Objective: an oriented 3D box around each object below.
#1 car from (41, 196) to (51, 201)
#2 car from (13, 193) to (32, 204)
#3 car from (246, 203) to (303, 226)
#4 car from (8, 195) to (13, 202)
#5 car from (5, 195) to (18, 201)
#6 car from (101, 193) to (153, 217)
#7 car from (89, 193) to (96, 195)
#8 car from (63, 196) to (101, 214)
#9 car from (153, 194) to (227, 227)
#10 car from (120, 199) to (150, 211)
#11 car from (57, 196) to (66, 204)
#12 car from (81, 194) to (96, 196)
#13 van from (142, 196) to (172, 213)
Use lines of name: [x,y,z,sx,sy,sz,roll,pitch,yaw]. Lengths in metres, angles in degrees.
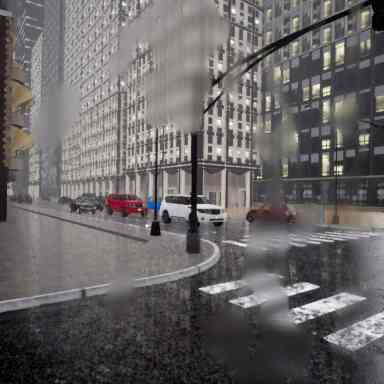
car: [-36.777,1.570,83.813,1.802,1.307,4.206,1,-1,-35]
car: [-30.503,1.155,60.548,2.192,1.841,5.009,1,-1,-35]
car: [5.789,1.505,23.977,1.967,1.590,4.097,1,-1,-35]
car: [-37.056,1.396,69.752,1.947,1.339,4.313,1,-1,-35]
car: [-40.329,1.377,74.355,2.008,1.369,4.403,1,-1,-35]
car: [-6.068,1.155,30.661,2.150,2.045,5.566,1,-1,-35]
car: [-14.427,1.380,53.129,2.097,1.767,4.553,1,-1,-35]
car: [-10.863,1.427,32.928,2.008,1.369,4.403,1,-1,-35]
car: [-0.088,1.170,22.257,2.150,2.045,5.566,1,-1,-35]
car: [-7.309,1.584,42.388,2.008,1.369,4.403,1,-1,-35]
car: [-22.510,1.484,59.284,1.812,1.442,4.674,1,-1,-35]
car: [-17.097,1.445,51.680,1.882,1.535,5.008,1,-1,-35]
van: [-4.032,1.382,37.787,1.690,1.788,3.998,1,-1,-35]
